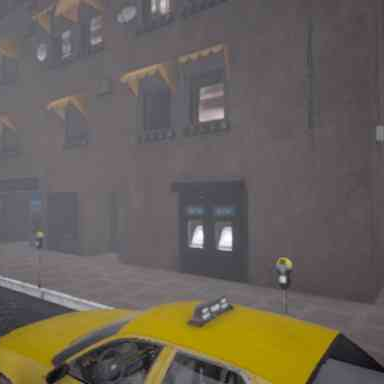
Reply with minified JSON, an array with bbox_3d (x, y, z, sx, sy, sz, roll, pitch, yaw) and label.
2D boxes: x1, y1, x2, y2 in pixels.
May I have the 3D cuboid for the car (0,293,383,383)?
[{"bbox_3d":[-0.060,1.541,2.770,4.829,1.417,1.752,-1,-1,35],"label":"car"}]
